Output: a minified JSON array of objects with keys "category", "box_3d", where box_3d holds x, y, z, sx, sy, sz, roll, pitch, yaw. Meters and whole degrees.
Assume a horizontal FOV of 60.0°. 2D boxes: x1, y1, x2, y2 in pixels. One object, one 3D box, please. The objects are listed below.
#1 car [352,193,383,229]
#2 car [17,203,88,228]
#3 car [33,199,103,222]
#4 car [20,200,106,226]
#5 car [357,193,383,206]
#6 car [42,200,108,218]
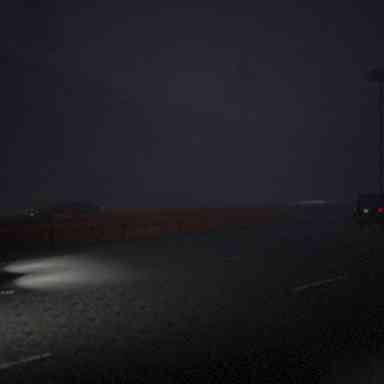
[{"category":"car","box_3d":[11.587,1.088,18.860,5.566,2.045,2.150,0,0,-28]},{"category":"car","box_3d":[-9.503,1.524,22.765,4.181,1.385,1.994,0,0,-34]},{"category":"car","box_3d":[-9.912,1.424,26.703,5.008,1.535,1.882,0,0,-33]},{"category":"car","box_3d":[-7.642,1.314,19.807,4.553,1.767,2.097,0,0,-33]},{"category":"car","box_3d":[26.532,1.026,48.016,4.553,1.767,2.097,0,0,-18]},{"category":"car","box_3d":[-10.685,1.483,30.420,5.357,1.411,2.033,0,0,-33]}]
